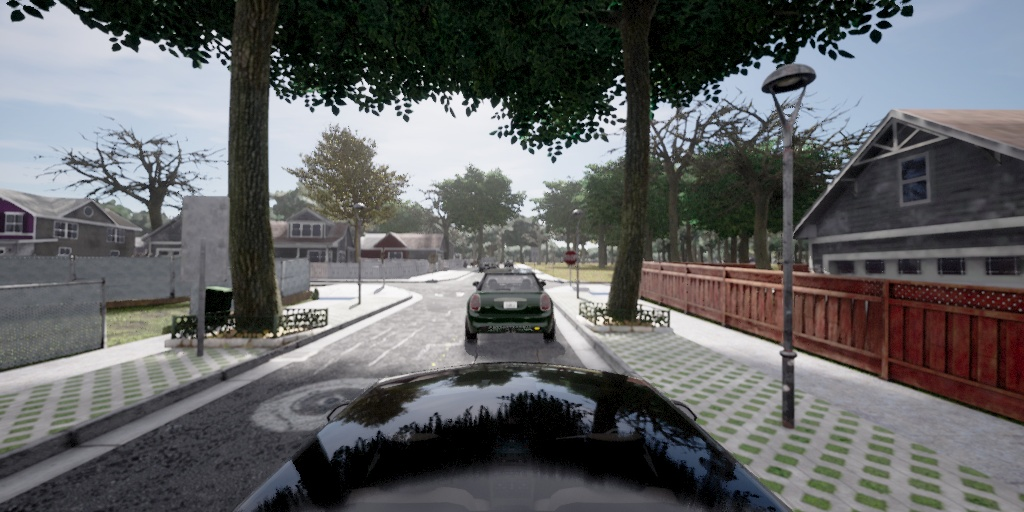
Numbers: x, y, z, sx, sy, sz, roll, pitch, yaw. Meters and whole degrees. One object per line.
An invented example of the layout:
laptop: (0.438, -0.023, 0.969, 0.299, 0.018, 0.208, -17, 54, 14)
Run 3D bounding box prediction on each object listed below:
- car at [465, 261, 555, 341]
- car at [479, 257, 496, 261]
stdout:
car: (-0.069, 1.126, 10.151, 2.097, 1.767, 4.553, 0, 0, -1)
car: (-3.283, 1.156, 48.607, 2.150, 2.045, 5.566, 0, 0, 0)
